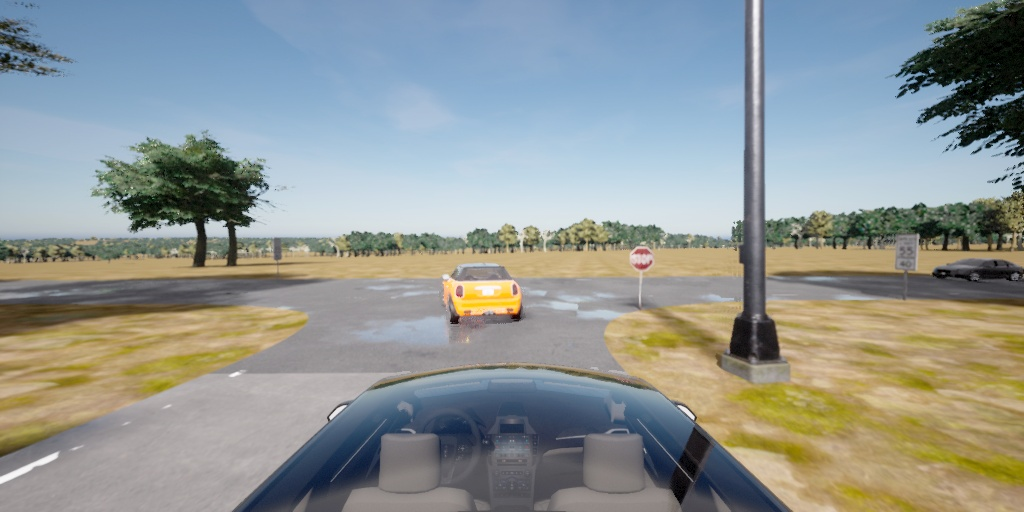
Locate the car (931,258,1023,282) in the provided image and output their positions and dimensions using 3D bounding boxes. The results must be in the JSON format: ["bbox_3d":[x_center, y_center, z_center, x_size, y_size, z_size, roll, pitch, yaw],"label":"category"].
[{"bbox_3d":[31.080,0.911,23.960,4.892,1.490,1.837,0,3,-4],"label":"car"}]

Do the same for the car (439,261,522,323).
[{"bbox_3d":[-1.208,1.012,12.016,2.097,1.767,4.553,0,0,-15],"label":"car"}]
